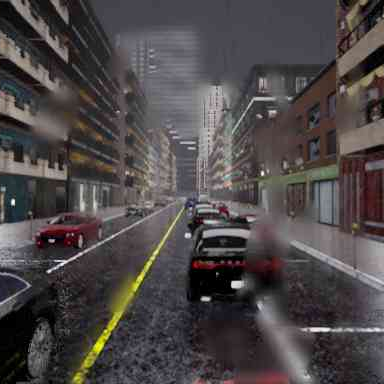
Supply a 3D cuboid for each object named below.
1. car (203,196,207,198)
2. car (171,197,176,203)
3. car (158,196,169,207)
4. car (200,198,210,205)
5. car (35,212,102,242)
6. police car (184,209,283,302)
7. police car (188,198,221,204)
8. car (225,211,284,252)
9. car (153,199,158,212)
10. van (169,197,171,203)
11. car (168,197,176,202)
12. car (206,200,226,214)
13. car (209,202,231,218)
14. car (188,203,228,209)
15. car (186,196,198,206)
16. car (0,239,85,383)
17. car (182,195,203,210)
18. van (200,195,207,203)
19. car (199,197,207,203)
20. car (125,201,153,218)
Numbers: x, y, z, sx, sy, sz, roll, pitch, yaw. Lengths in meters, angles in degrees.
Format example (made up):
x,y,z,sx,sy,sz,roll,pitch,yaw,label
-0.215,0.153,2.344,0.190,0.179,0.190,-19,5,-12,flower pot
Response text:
x,y,z,sx,sy,sz,roll,pitch,yaw,label
2.625,1.727,49.104,1.752,1.417,4.829,0,0,0,car
-5.227,1.892,77.380,1.887,1.381,4.507,0,0,0,car
-5.250,1.773,54.622,1.887,1.381,4.507,1,0,0,car
2.641,1.868,66.001,1.802,1.307,4.206,0,0,0,car
-5.292,1.601,14.792,1.887,1.381,4.507,1,0,0,car
0.834,1.457,8.520,1.930,1.638,5.238,0,0,0,police car
0.851,1.521,24.520,1.930,1.638,5.238,0,0,0,police car
2.588,1.638,14.795,1.802,1.307,4.206,1,0,0,car
-5.268,1.676,37.382,1.752,1.417,4.829,1,0,0,car
-5.242,1.597,60.311,1.690,1.788,3.998,1,0,0,van
-5.215,1.956,88.760,1.887,1.381,4.507,0,0,0,car
2.612,1.696,37.555,1.887,1.381,4.507,1,0,0,car
2.606,1.709,31.865,1.802,1.307,4.206,1,0,0,car
0.845,1.576,18.410,1.837,1.490,4.892,0,0,0,car
0.063,1.604,59.436,2.097,1.767,4.553,0,0,0,car
-2.747,1.501,2.665,2.128,1.511,4.902,0,0,0,car
0.062,1.540,45.997,2.097,1.767,4.553,0,0,1,car
2.655,1.689,77.382,1.690,1.788,3.998,0,0,0,van
2.660,1.905,83.241,1.752,1.417,4.829,0,0,0,car
-5.274,1.677,31.862,2.008,1.369,4.403,1,0,0,car
